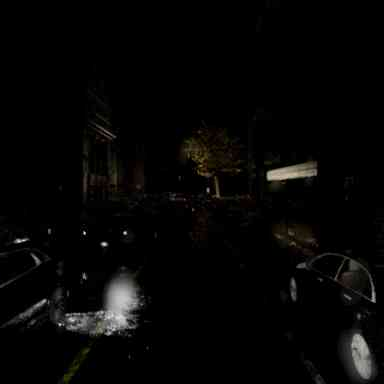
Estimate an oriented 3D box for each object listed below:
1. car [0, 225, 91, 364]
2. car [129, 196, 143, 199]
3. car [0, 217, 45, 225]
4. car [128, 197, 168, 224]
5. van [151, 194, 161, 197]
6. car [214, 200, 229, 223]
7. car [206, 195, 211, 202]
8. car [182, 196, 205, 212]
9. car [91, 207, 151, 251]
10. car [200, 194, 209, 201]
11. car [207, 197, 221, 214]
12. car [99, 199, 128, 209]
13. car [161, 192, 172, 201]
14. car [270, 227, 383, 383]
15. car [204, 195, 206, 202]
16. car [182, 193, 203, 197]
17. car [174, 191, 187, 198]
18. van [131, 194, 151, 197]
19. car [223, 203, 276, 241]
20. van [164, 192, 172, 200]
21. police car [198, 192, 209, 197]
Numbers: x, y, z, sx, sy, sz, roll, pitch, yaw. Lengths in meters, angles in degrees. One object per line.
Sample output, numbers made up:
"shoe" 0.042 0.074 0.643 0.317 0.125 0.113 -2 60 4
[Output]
"car" -3.099 1.471 4.071 2.128 1.511 4.902 0 0 0
"car" -5.752 1.382 29.915 1.752 1.417 4.829 0 0 0
"car" -5.760 1.501 10.100 2.008 1.369 4.403 0 0 0
"car" -3.077 1.361 24.160 1.882 1.535 5.008 0 0 0
"van" -5.746 1.124 46.324 1.690 1.788 3.998 0 0 0
"car" 2.770 1.447 21.434 2.008 1.369 4.403 0 0 0
"car" 2.776 1.351 36.765 1.752 1.417 4.829 0 0 0
"car" 0.114 1.435 34.897 1.895 1.301 4.718 0 0 0
"car" -3.094 1.532 13.979 1.895 1.301 4.718 0 0 0
"car" 2.791 1.215 73.618 1.887 1.381 4.507 0 0 0
"car" 2.774 1.401 31.306 2.008 1.369 4.403 0 0 0
"car" -5.754 1.447 24.671 1.947 1.339 4.313 0 0 0
"car" -5.736 1.237 67.977 1.887 1.381 4.507 0 0 0
"car" 2.763 1.525 5.101 2.008 1.369 4.403 0 0 0
"car" 2.778 1.369 41.885 1.947 1.339 4.313 0 0 0
"car" 0.057 1.270 47.636 2.128 1.511 4.902 0 0 1
"car" -2.968 0.771 78.580 2.097 1.767 4.553 0 0 0
"van" -5.750 1.172 35.497 1.690 1.788 3.998 0 0 0
"car" 2.767 1.467 15.990 1.887 1.381 4.507 0 0 0
"van" -5.733 0.991 78.802 1.690 1.788 3.998 0 0 0
"police car" 2.391 1.153 59.288 1.930 1.638 5.238 0 0 0
